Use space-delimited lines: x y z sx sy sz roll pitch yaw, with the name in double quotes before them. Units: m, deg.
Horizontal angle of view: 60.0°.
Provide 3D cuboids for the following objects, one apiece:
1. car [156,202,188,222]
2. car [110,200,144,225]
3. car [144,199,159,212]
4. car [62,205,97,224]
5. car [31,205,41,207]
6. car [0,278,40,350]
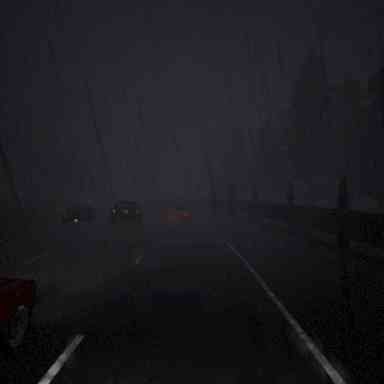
"car" -1.555 1.651 26.657 1.895 1.301 4.718 0 0 -9
"car" -4.825 1.399 24.758 2.097 1.767 4.553 0 0 -8
"car" -4.794 1.602 40.248 1.812 1.442 4.674 0 0 -16
"car" -8.395 1.648 25.184 1.895 1.301 4.718 0 0 -9
"car" -22.945 1.601 48.843 1.837 1.490 4.892 0 -1 -24
"car" -3.399 1.607 3.291 1.895 1.301 4.718 0 0 0
